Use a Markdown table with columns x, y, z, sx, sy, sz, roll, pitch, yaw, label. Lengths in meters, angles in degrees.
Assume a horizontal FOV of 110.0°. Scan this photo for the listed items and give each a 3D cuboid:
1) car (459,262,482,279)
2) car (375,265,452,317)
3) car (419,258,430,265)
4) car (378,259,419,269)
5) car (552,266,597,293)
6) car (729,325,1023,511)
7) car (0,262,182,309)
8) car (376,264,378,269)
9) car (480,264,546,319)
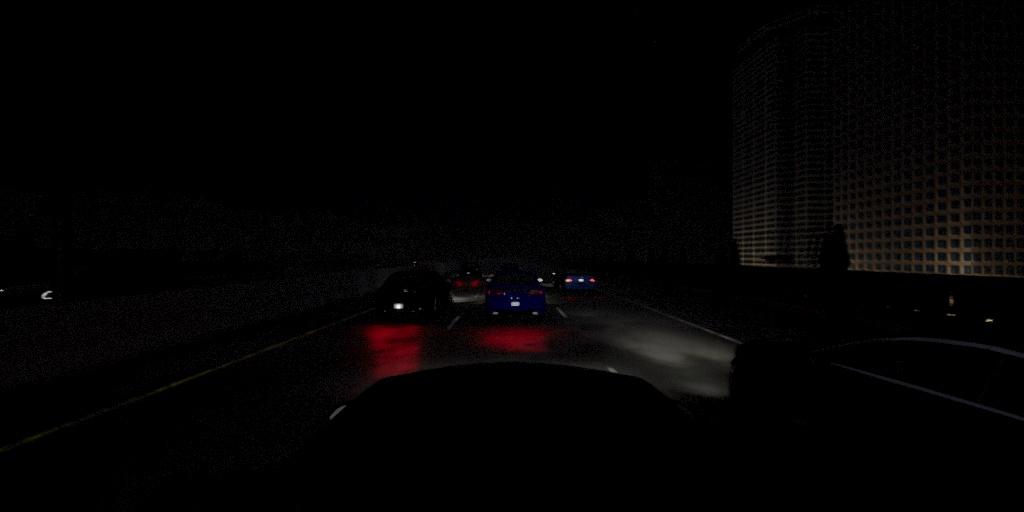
| x | y | z | sx | sy | sz | roll | pitch | yaw | label |
| --- | --- | --- | --- | --- | --- | --- | --- | --- | --- |
| -3.796 | 1.277 | 32.812 | 1.812 | 1.442 | 4.674 | 0 | 0 | -2 | car |
| -3.414 | 1.255 | 13.170 | 1.837 | 1.490 | 4.892 | 0 | 0 | 0 | car |
| -15.184 | 1.104 | 60.518 | 2.097 | 1.767 | 4.553 | 0 | 0 | -2 | car |
| -11.029 | 1.243 | 35.323 | 2.128 | 1.511 | 4.902 | 0 | 0 | -1 | car |
| 3.512 | 1.298 | 20.948 | 2.033 | 1.411 | 5.357 | 0 | 0 | -1 | car |
| 3.601 | 1.241 | 2.491 | 2.128 | 1.511 | 4.902 | 0 | 0 | 0 | car |
| -14.120 | 1.103 | 12.246 | 2.097 | 1.767 | 4.553 | 0 | 0 | 0 | car |
| -18.492 | 1.278 | 53.079 | 1.812 | 1.442 | 4.674 | 0 | 0 | -1 | car |
| 0.088 | 1.228 | 12.803 | 1.882 | 1.535 | 5.008 | 0 | 0 | 0 | car |
